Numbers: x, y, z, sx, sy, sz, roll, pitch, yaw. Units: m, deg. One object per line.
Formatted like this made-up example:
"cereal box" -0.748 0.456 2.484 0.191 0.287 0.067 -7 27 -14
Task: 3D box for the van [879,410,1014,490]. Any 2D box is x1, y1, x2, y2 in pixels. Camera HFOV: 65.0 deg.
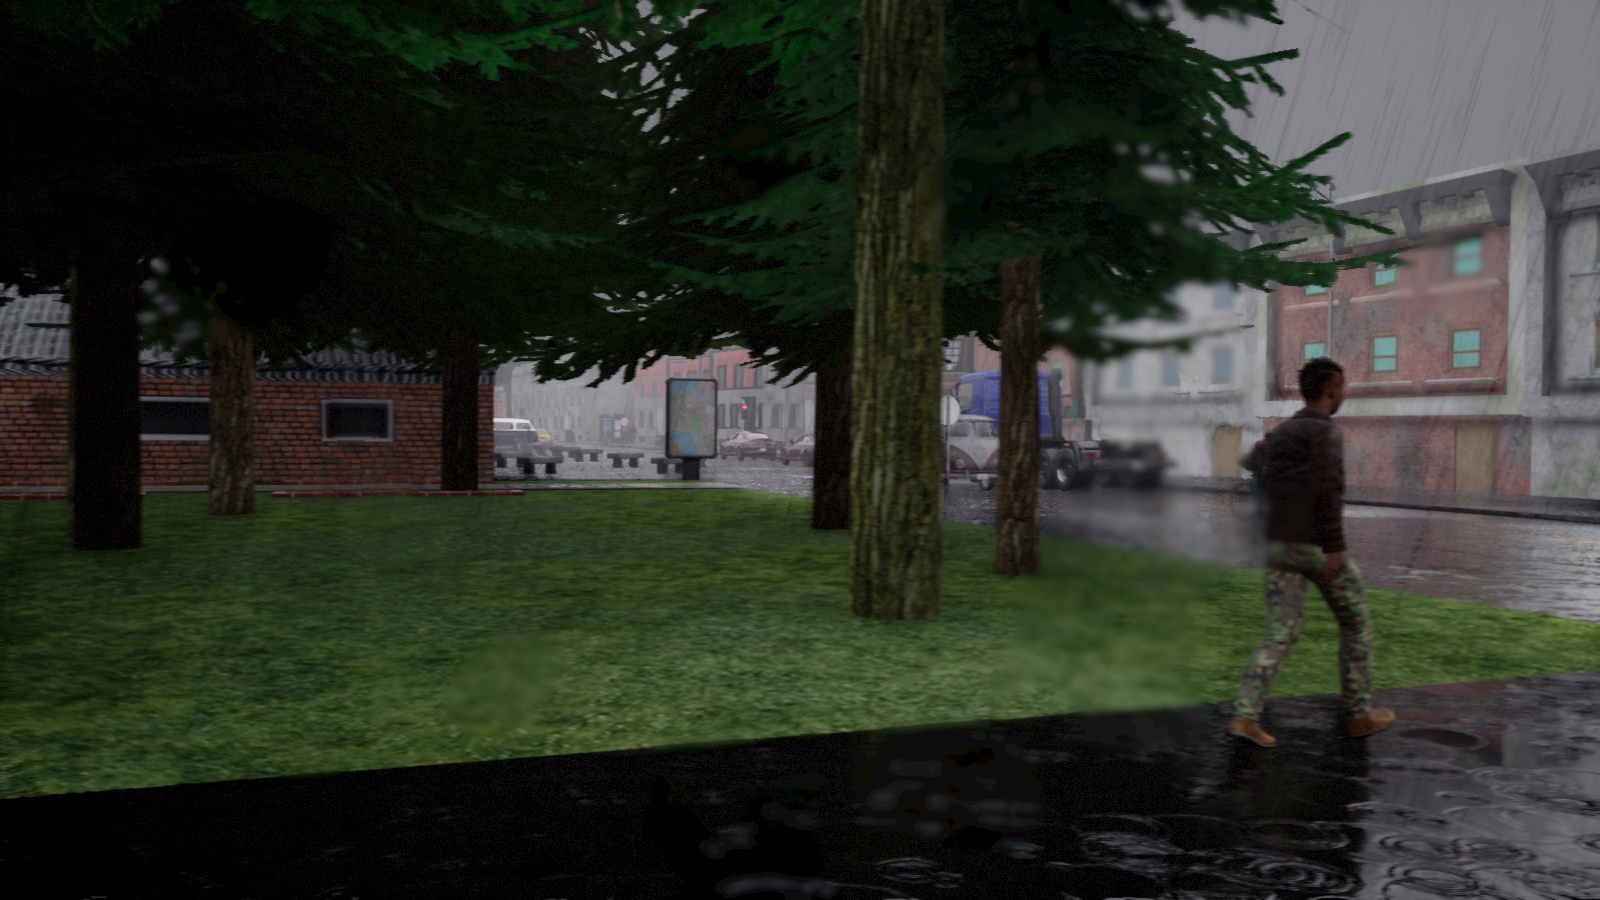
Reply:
"van" 3.835 -0.040 33.753 1.775 1.987 4.442 -1 1 -20

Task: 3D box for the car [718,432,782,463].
"car" -2.550 -0.165 62.489 1.812 1.442 4.674 -1 1 -21

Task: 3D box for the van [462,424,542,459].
"van" -18.035 -0.518 75.946 4.480 2.038 2.069 -1 1 -19

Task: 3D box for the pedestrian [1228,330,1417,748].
"pedestrian" 2.426 0.386 5.841 0.703 1.840 0.431 -1 1 -21

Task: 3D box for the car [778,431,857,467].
"car" 0.684 -0.058 53.798 1.812 1.442 4.674 -1 1 -20

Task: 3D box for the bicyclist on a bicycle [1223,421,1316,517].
"bicyclist on a bicycle" 8.195 0.305 21.984 0.582 1.620 1.656 -1 1 -20

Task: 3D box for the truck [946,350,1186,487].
"truck" 7.295 -0.849 35.892 2.891 3.462 7.936 -1 1 -20
